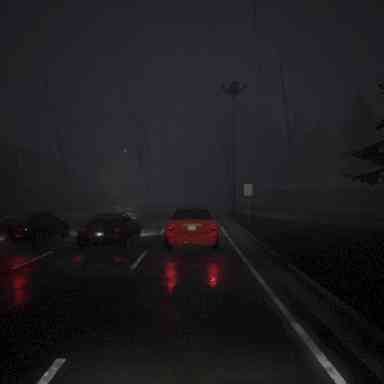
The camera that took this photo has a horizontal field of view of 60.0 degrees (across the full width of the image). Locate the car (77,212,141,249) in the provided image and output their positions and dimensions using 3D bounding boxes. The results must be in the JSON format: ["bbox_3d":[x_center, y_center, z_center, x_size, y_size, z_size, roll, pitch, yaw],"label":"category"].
[{"bbox_3d":[-3.483,1.569,14.577,1.994,1.385,4.181,0,0,0],"label":"car"}]

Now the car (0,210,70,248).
[{"bbox_3d":[-6.983,1.530,14.606,1.812,1.442,4.674,0,0,0],"label":"car"}]

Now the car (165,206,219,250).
[{"bbox_3d":[0.017,1.363,14.518,2.097,1.767,4.553,0,0,0],"label":"car"}]
